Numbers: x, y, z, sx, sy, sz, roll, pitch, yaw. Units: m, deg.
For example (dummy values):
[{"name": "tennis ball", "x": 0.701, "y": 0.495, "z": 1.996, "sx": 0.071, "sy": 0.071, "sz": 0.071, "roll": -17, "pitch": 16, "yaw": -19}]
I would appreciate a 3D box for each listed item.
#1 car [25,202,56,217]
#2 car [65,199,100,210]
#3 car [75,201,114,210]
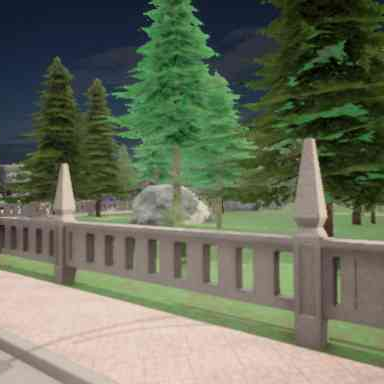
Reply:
[{"name": "car", "x": -15.706, "y": 1.663, "z": 35.955, "sx": 2.097, "sy": 1.767, "sz": 4.553, "roll": -1, "pitch": 0, "yaw": 35}, {"name": "car", "x": -17.091, "y": 1.980, "z": 52.122, "sx": 1.882, "sy": 1.535, "sz": 5.008, "roll": -1, "pitch": 0, "yaw": 35}, {"name": "car", "x": -14.258, "y": 1.744, "z": 50.071, "sx": 2.150, "sy": 2.045, "sz": 5.566, "roll": -1, "pitch": 0, "yaw": 35}]
